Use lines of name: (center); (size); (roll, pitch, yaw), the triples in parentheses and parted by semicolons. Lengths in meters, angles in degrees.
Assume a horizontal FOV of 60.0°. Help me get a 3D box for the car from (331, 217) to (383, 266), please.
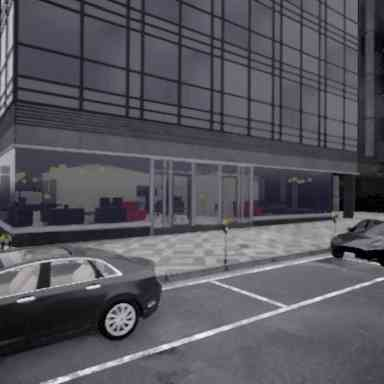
car: (6.607, 1.566, 11.470); (4.313, 1.339, 1.947); (0, 1, -35)

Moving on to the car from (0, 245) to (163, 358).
car: (-2.550, 1.551, 4.937); (4.403, 1.369, 2.008); (0, 1, -35)
